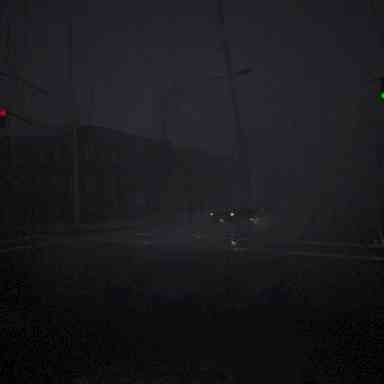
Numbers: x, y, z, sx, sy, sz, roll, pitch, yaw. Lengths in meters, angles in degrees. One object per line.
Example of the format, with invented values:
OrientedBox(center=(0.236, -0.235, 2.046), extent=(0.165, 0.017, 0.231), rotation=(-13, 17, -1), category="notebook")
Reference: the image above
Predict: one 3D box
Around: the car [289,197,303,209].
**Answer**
OrientedBox(center=(12.147, 1.311, 40.538), extent=(1.895, 1.301, 4.718), rotation=(-1, 0, 29), category="car")

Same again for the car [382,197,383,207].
OrientedBox(center=(23.094, 0.996, 38.424), extent=(2.128, 1.511, 4.902), rotation=(-1, 0, 28), category="car")

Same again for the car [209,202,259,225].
OrientedBox(center=(2.951, 1.511, 23.557), extent=(1.895, 1.301, 4.718), rotation=(-1, 0, 28), category="car")

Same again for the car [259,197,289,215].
OrientedBox(center=(7.384, 1.306, 31.777), extent=(2.128, 1.511, 4.902), rotation=(-1, 0, 28), category="car")
